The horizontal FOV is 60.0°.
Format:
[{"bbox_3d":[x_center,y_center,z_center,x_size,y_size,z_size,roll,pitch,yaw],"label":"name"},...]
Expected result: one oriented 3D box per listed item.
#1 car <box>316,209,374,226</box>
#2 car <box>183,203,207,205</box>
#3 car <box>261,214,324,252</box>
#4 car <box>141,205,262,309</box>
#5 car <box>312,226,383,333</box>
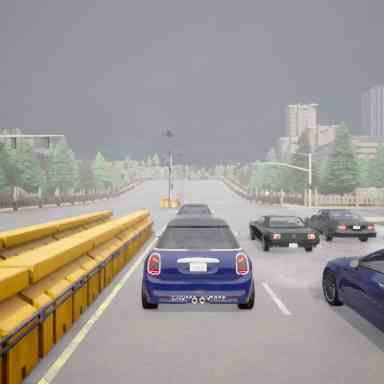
[{"bbox_3d":[7.108,1.547,16.559,2.033,1.411,5.357,0,0,4],"label":"car"},{"bbox_3d":[0.133,1.352,16.949,2.097,1.767,4.553,0,0,0],"label":"car"},{"bbox_3d":[3.624,1.601,13.984,1.895,1.301,4.718,0,0,1],"label":"car"},{"bbox_3d":[0.115,1.352,8.013,2.097,1.767,4.553,0,0,0],"label":"car"},{"bbox_3d":[3.613,1.526,5.044,1.812,1.442,4.674,0,0,0],"label":"car"}]
